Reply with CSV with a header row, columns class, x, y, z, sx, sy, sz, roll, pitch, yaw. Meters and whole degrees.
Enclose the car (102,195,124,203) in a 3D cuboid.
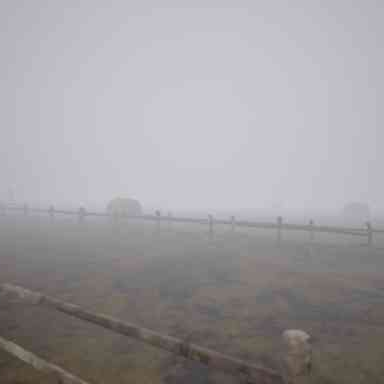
class,x,y,z,sx,sy,sz,roll,pitch,yaw
car,-16.914,1.742,71.986,2.150,2.045,5.566,1,-1,35
